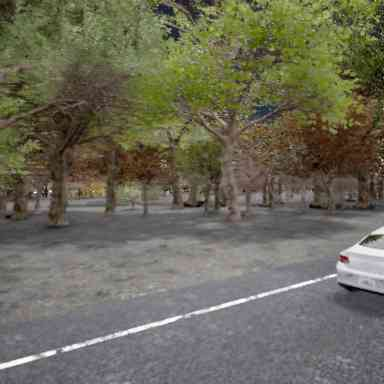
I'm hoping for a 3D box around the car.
[{"bbox_3d":[5.078,1.450,7.410,4.674,1.442,1.812,-1,1,-35],"label":"car"}]
